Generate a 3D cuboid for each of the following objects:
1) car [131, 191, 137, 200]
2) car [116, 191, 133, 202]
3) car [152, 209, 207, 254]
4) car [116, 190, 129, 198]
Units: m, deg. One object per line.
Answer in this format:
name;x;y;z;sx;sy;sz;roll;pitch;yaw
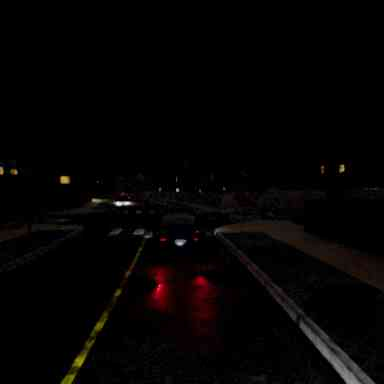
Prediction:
car;-12.646;0.682;68.330;2.097;1.767;4.553;-1;0;-21
car;-11.850;1.019;57.131;1.895;1.301;4.718;-1;1;-16
car;-0.523;1.347;12.548;1.812;1.442;4.674;0;1;-4
car;-16.371;0.528;77.733;2.097;1.767;4.553;-1;0;-23
